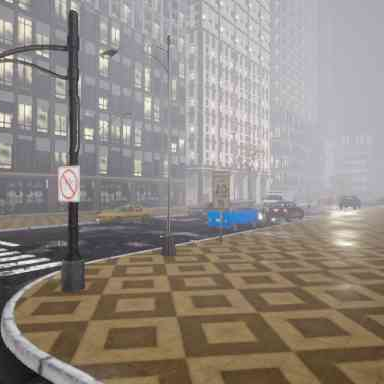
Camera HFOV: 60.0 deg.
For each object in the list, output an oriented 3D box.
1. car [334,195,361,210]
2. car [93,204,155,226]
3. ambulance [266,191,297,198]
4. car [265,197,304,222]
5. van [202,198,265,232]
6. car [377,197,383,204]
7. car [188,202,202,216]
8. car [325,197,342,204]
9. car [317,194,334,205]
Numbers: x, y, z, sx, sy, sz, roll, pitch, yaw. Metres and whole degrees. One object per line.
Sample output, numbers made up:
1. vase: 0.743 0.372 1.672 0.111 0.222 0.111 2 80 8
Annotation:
1. car: 21.181 1.368 44.520 2.192 1.841 5.009 0 0 38
2. car: -4.777 1.540 24.009 1.752 1.417 4.829 0 0 38
3. ambulance: 10.215 1.063 39.013 2.351 2.431 6.366 0 0 38
4. car: 7.580 1.472 26.905 1.967 1.590 4.097 0 0 38
5. van: 2.607 1.368 20.284 1.690 1.788 3.998 0 0 38
6. car: 38.183 1.658 66.537 1.947 1.339 4.313 0 0 38
7. car: 1.343 1.604 31.722 1.802 1.307 4.206 0 0 38
8. car: 28.547 1.625 66.951 2.008 1.369 4.403 0 0 38
9. car: 25.147 1.381 62.548 2.192 1.841 5.009 0 0 38
